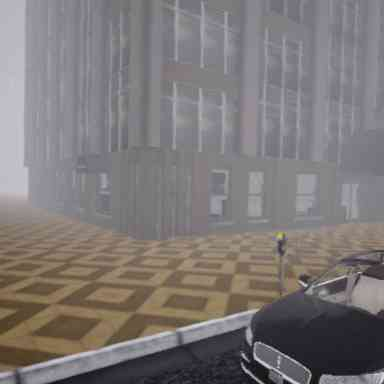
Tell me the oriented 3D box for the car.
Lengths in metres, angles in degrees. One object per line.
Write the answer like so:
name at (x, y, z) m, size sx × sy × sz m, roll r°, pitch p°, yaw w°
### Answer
car at (2.604, 1.515, 4.294) m, size 4.403 × 1.369 × 2.008 m, roll 1°, pitch 1°, yaw -34°
